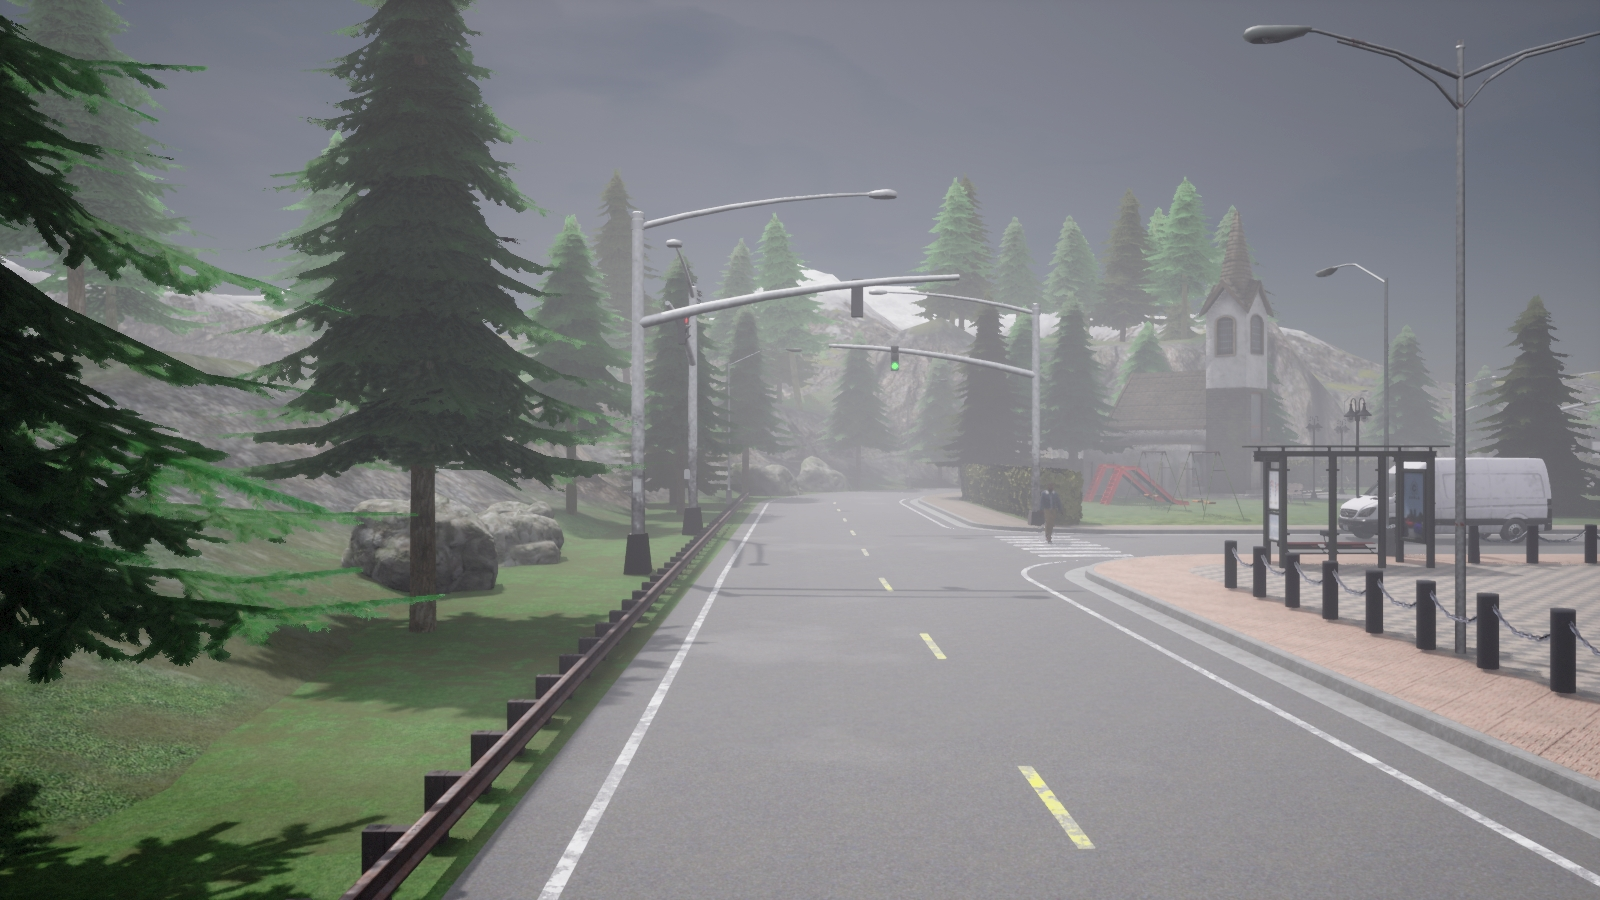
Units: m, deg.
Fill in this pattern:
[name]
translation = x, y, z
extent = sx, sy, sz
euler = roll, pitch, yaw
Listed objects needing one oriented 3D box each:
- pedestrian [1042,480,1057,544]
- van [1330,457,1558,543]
[pedestrian]
translation = 7.350, 1.833, 33.680
extent = 0.375, 1.860, 0.375
euler = 0, 0, 0
[van]
translation = 19.746, 1.515, 35.223
extent = 5.915, 2.561, 1.988
euler = 0, 0, 0
